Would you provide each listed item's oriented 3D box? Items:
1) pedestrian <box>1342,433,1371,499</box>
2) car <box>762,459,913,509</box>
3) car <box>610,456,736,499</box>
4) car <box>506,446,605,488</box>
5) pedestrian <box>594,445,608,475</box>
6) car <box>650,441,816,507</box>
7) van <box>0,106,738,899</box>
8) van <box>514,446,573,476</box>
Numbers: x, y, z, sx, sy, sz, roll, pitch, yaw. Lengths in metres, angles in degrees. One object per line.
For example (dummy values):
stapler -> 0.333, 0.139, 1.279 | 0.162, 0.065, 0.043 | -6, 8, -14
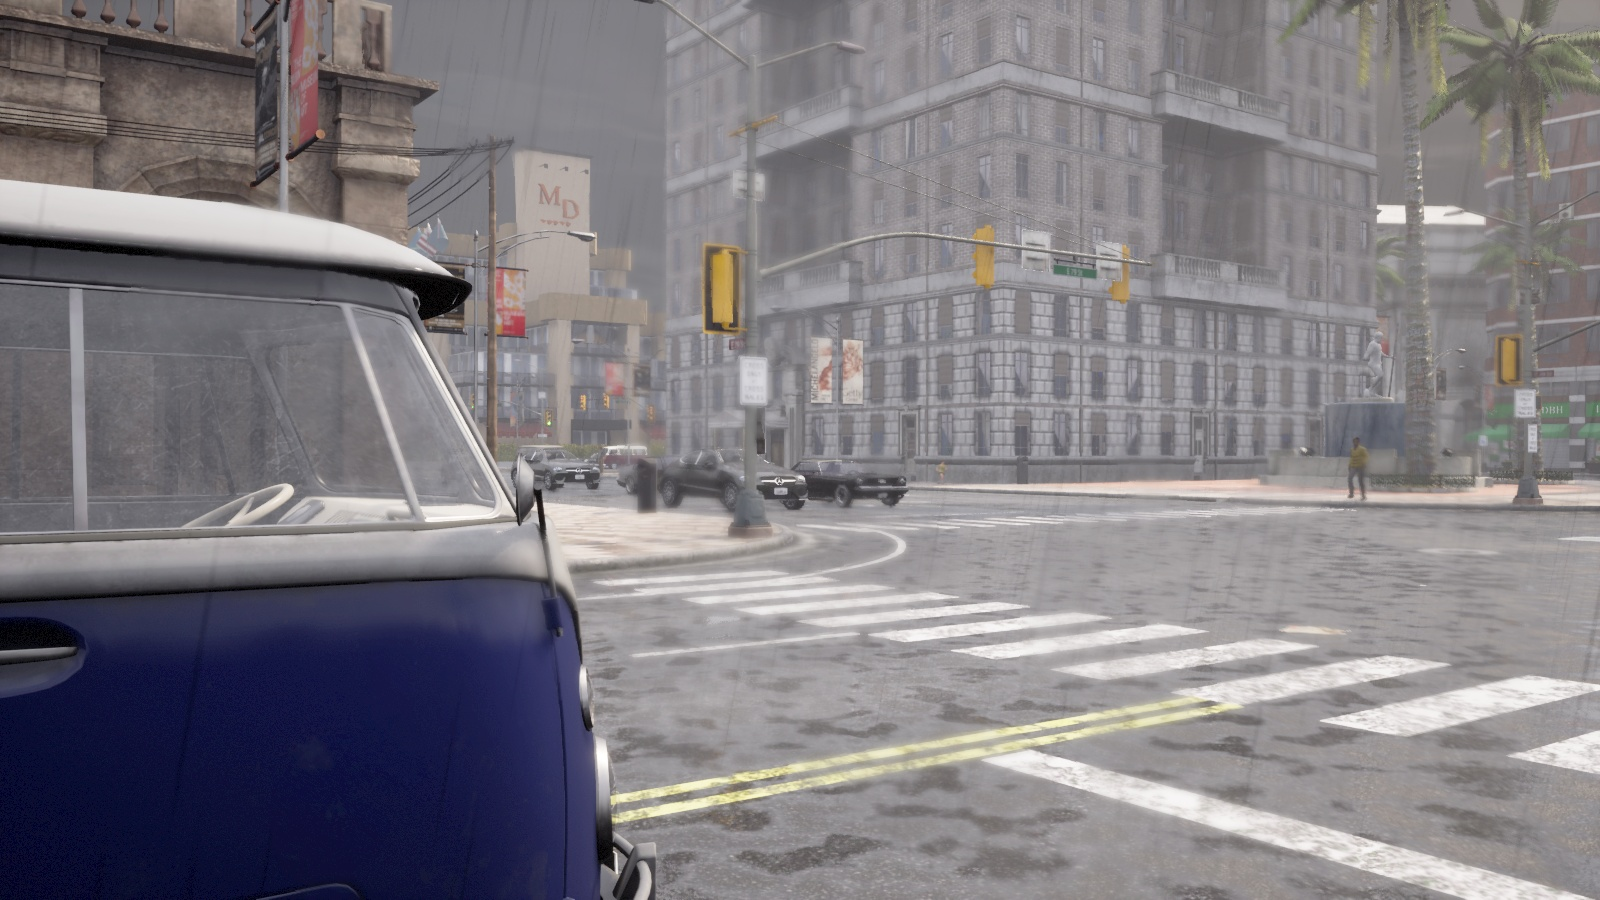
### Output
pedestrian -> 15.674, 0.454, 35.382 | 0.709, 1.840, 0.431 | 0, 0, -36
car -> 0.999, 0.931, 36.006 | 1.895, 1.301, 4.718 | 0, 0, -35
car -> -4.522, 0.909, 43.887 | 2.033, 1.411, 5.357 | 0, 0, -35
car -> -10.185, 0.672, 51.933 | 2.152, 1.651, 5.027 | 0, 0, -35
pedestrian -> -12.392, 0.619, 78.180 | 0.694, 1.848, 0.540 | 0, 0, -43
car -> -1.910, 0.611, 34.029 | 2.152, 1.651, 5.027 | 0, 0, -35
van -> -2.452, 0.508, 1.947 | 4.442, 1.987, 1.775 | 0, 0, -35
van -> -17.295, 0.742, 84.867 | 1.775, 1.987, 4.442 | 0, 0, 20
